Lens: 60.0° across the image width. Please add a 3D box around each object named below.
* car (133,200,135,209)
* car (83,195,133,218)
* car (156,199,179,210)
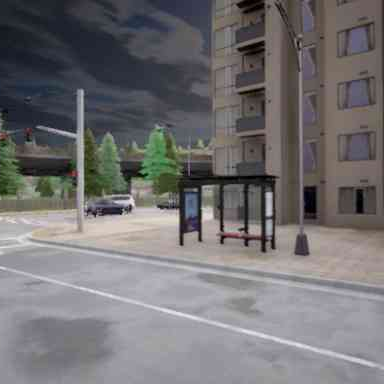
[{"bbox_3d":[-8.869,1.354,37.106,2.150,2.045,5.566,0,0,37],"label":"car"},{"bbox_3d":[-8.256,1.461,31.771,2.097,1.767,4.553,0,0,36],"label":"car"},{"bbox_3d":[-2.374,1.676,45.079,2.033,1.411,5.357,-1,0,44],"label":"car"}]
